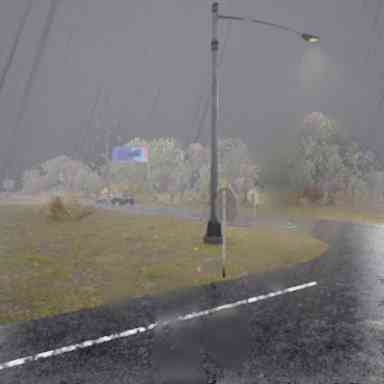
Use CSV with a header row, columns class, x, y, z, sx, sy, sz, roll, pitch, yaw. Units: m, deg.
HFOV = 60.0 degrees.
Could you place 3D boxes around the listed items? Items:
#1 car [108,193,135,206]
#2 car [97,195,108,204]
class,x,y,z,sx,sy,sz,roll,pitch,yaw
car,-11.219,1.113,53.982,2.150,2.045,5.566,0,0,-33
car,-16.004,1.368,61.117,2.128,1.511,4.902,0,0,-34
